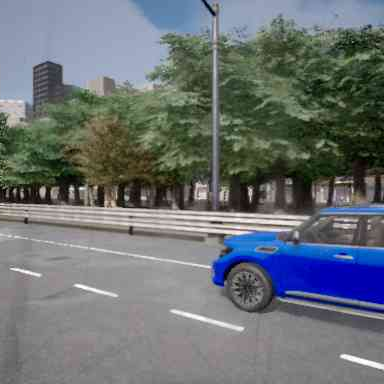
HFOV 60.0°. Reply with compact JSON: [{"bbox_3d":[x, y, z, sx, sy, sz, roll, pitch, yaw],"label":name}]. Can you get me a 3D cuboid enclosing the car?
[{"bbox_3d":[3.054,1.222,5.990,5.566,2.045,2.150,0,0,36],"label":"car"}]
